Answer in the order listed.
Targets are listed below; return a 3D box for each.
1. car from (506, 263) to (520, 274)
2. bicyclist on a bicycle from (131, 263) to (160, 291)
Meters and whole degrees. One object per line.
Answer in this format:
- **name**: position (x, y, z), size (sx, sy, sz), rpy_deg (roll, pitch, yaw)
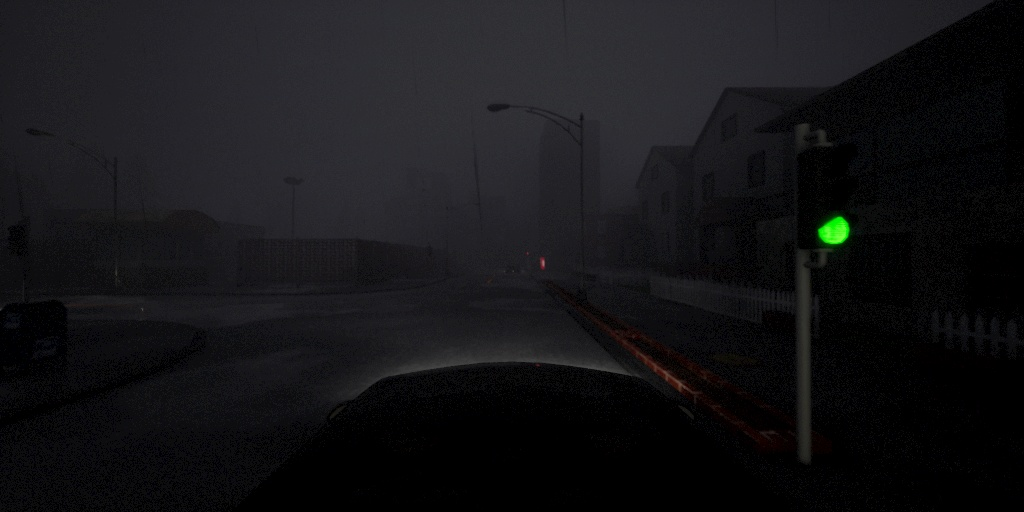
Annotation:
- **car**: position (0.139, 1.630, 47.218), size (1.895, 1.301, 4.718), rpy_deg (0, 0, 0)
- **bicyclist on a bicycle**: position (-21.726, 1.219, 21.280), size (0.582, 1.620, 1.656), rpy_deg (0, 0, 0)
